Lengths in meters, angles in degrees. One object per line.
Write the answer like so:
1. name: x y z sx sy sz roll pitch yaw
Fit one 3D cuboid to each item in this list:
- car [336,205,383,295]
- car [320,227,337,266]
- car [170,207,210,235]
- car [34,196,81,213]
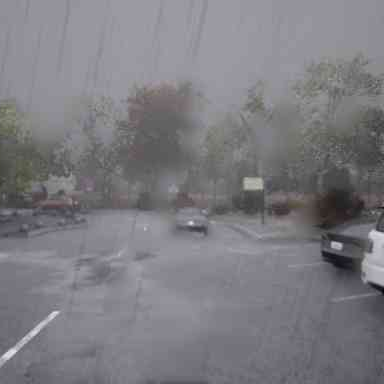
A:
1. car: 5.967 1.206 6.432 5.566 2.045 2.435 1 0 -20
2. car: 5.961 1.472 9.457 4.792 1.488 2.163 1 0 -20
3. car: -0.180 1.480 18.184 1.994 1.385 4.181 0 0 -4
4. car: -13.975 1.201 34.496 4.553 1.767 2.097 0 0 12
